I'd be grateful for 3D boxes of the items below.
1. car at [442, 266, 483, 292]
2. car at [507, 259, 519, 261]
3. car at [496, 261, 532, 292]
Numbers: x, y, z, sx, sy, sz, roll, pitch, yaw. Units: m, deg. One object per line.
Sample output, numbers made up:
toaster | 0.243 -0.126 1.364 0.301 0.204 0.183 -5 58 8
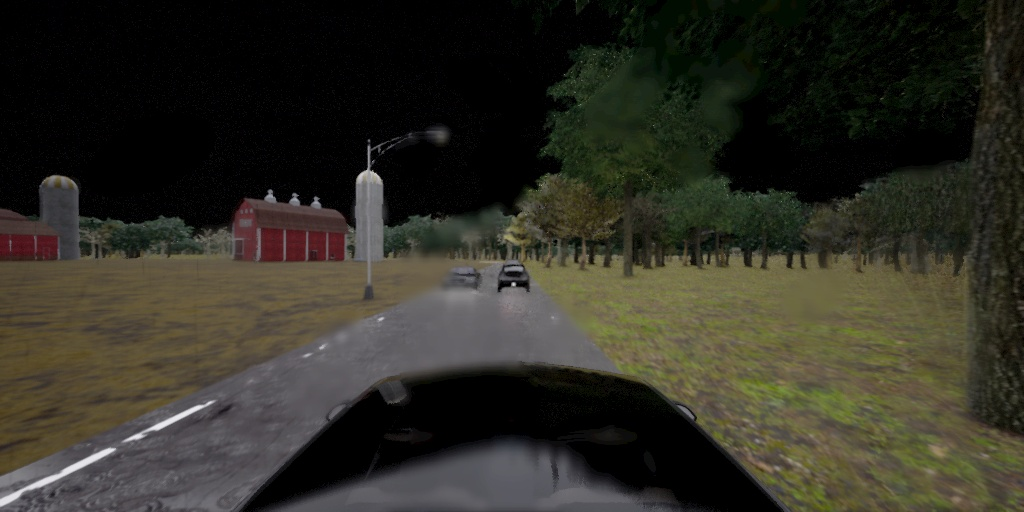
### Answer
car | -2.848 1.307 21.387 1.994 1.385 4.181 0 0 0
car | 0.096 1.108 38.026 2.097 1.767 4.553 0 0 0
car | 0.101 1.249 21.495 1.837 1.490 4.892 0 0 0
